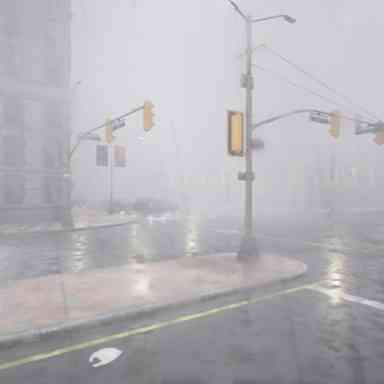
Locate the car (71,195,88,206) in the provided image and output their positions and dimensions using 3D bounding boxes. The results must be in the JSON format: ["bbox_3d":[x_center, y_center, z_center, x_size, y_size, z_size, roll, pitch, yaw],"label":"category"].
[{"bbox_3d":[-20.023,1.662,58.003,1.895,1.301,4.718,0,0,-35],"label":"car"}]

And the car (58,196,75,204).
[{"bbox_3d":[-24.180,1.569,64.007,1.812,1.442,4.674,0,0,-35],"label":"car"}]

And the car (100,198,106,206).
[{"bbox_3d":[-13.531,1.674,54.853,1.895,1.301,4.718,0,0,-35],"label":"car"}]

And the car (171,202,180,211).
[{"bbox_3d":[-3.664,1.620,41.013,2.033,1.411,5.357,0,0,-36],"label":"car"}]

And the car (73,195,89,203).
[{"bbox_3d":[-22.755,1.418,68.055,1.812,1.442,4.674,0,0,-35],"label":"car"}]

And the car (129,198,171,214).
[{"bbox_3d":[-4.707,1.413,36.484,2.097,1.767,4.553,0,0,-36],"label":"car"}]

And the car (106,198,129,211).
[{"bbox_3d":[-8.984,1.587,42.580,1.812,1.442,4.674,0,0,-36],"label":"car"}]
